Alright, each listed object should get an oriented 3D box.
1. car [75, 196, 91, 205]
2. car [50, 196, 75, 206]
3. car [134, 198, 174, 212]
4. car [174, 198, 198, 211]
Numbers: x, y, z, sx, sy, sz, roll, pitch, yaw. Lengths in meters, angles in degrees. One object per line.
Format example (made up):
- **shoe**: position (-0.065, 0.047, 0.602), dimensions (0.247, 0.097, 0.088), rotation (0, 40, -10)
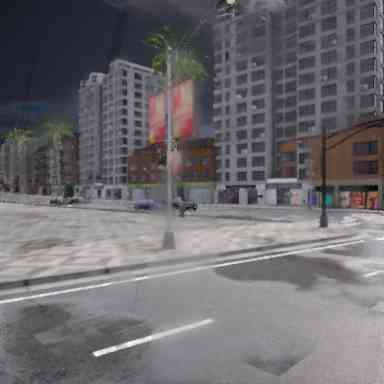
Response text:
- **car**: position (-18.130, 1.328, 54.038), dimensions (4.674, 1.442, 1.812), rotation (0, 0, 45)
- **car**: position (-20.586, 1.331, 51.895), dimensions (4.674, 1.442, 1.812), rotation (0, 0, 45)
- **car**: position (-4.565, 1.436, 36.925), dimensions (4.674, 1.442, 1.812), rotation (0, 0, 41)
- **car**: position (-1.493, 1.388, 38.550), dimensions (5.008, 1.535, 1.882), rotation (0, 0, 41)
